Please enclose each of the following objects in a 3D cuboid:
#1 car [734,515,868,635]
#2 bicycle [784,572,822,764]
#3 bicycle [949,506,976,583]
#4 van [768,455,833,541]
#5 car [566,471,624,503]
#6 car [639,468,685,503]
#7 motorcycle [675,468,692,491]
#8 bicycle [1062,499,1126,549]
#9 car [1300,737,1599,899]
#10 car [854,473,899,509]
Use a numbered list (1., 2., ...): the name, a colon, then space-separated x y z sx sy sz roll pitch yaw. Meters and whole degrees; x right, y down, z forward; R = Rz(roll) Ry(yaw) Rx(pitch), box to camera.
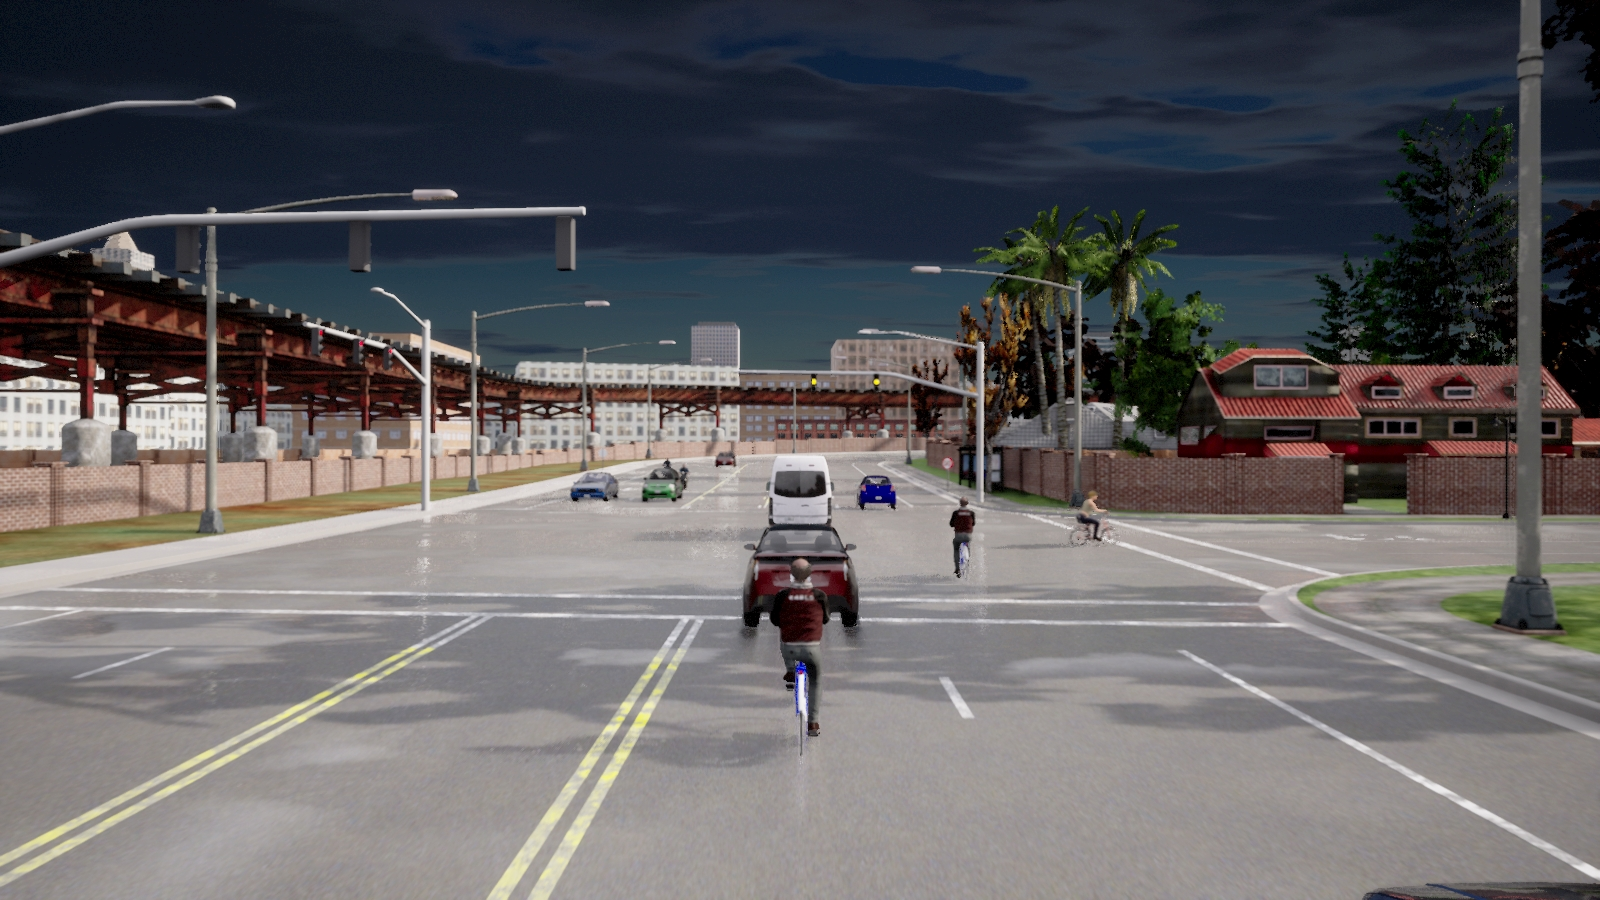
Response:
1. car: 0.006 2.009 19.443 2.007 1.525 4.514 0 0 0
2. bicycle: 0.026 2.029 11.025 0.329 1.496 1.835 0 0 0
3. bicycle: 3.520 2.019 24.786 0.329 1.496 1.835 0 0 0
4. van: 0.016 1.461 37.561 1.988 2.561 5.915 0 0 0
5. car: -10.494 1.862 58.947 2.033 1.411 5.357 0 1 0
6. car: -6.993 1.771 58.262 1.851 1.617 3.988 0 1 0
7. motorcycle: -7.003 1.761 68.861 0.856 1.341 1.805 0 0 0
8. bicycle: 8.352 2.103 32.497 1.487 1.301 0.859 0 4 -13
9. car: 3.414 2.109 2.874 2.033 1.411 5.357 0 0 1
10. car: 3.506 1.896 53.015 1.845 1.501 3.633 0 1 0
